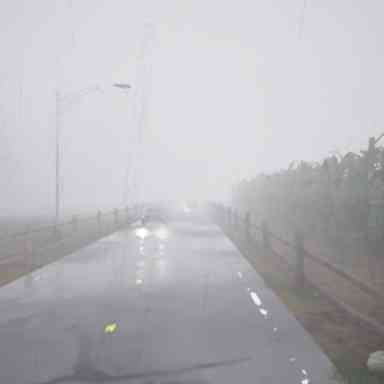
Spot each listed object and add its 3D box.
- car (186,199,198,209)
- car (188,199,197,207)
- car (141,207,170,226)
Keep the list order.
[{"bbox_3d":[0.043,2.125,57.756,2.128,1.511,4.902,0,-1,0],"label":"car"},{"bbox_3d":[0.052,2.187,68.179,1.837,1.490,4.892,0,-1,0],"label":"car"},{"bbox_3d":[-2.746,1.822,25.736,1.895,1.301,4.718,0,-1,0],"label":"car"}]
